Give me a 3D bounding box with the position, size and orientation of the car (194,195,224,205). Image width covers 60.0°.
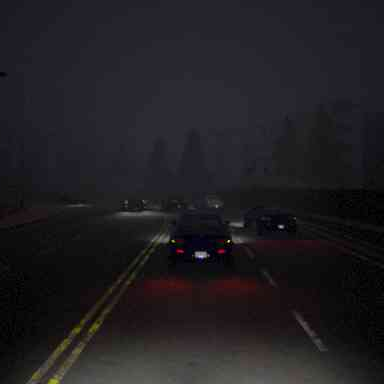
[{"bbox_3d":[1.594,1.016,32.043,1.812,1.442,4.674,0,1,-16],"label":"car"}]

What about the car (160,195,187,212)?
[{"bbox_3d":[-1.764,0.989,31.096,2.128,1.511,4.902,0,1,-16],"label":"car"}]

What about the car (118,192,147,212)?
[{"bbox_3d":[-5.621,0.841,31.073,2.097,1.767,4.553,0,1,-20],"label":"car"}]

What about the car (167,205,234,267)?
[{"bbox_3d":[0.268,1.354,10.619,1.812,1.442,4.674,0,1,1],"label":"car"}]

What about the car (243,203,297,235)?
[{"bbox_3d":[3.797,1.266,16.680,1.812,1.442,4.674,0,1,-1],"label":"car"}]

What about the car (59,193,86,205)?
[{"bbox_3d":[-15.113,0.843,41.829,2.033,1.411,5.357,-1,1,-39],"label":"car"}]
